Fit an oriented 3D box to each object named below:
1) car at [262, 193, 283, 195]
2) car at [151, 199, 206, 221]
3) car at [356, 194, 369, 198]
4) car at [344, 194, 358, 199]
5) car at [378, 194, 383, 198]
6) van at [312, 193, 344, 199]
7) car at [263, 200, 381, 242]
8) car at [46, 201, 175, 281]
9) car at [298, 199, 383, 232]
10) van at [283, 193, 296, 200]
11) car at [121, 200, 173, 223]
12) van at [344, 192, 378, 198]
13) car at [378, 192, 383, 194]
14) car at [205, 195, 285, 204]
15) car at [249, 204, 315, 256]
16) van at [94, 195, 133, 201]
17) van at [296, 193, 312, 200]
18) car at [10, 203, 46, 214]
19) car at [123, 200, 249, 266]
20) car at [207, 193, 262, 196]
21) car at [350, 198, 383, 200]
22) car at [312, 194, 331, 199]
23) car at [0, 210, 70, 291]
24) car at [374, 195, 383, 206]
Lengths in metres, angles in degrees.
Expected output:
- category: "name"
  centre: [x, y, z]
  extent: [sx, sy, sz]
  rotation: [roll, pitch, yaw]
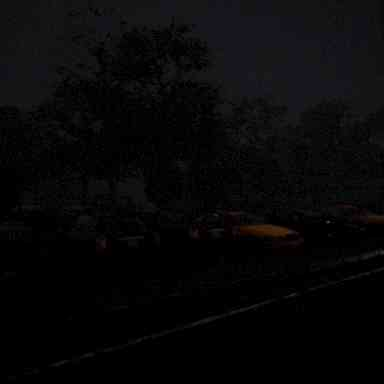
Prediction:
- category: "car"
  centre: [5.577, 1.103, 32.199]
  extent: [2.435, 2.045, 5.566]
  rotation: [0, 0, -35]
- category: "car"
  centre: [-1.207, 1.396, 27.399]
  extent: [2.097, 1.535, 5.008]
  rotation: [0, 0, -35]
- category: "car"
  centre: [18.977, 1.322, 41.805]
  extent: [2.163, 1.488, 4.792]
  rotation: [0, 0, -35]
- category: "car"
  centre: [16.827, 1.323, 40.275]
  extent: [2.163, 1.488, 4.792]
  rotation: [0, 0, -35]
- category: "car"
  centre: [23.626, 1.334, 45.043]
  extent: [2.163, 1.488, 4.792]
  rotation: [0, 0, -35]
- category: "van"
  centre: [14.664, 1.076, 38.567]
  extent: [1.878, 1.987, 4.442]
  rotation: [0, 0, -36]
- category: "car"
  centre: [6.286, 1.399, 16.693]
  extent: [2.231, 1.521, 4.892]
  rotation: [0, 0, -35]
- category: "car"
  centre: [-2.740, 1.328, 10.223]
  extent: [2.185, 1.767, 4.553]
  rotation: [0, 0, -35]
- category: "car"
  centre: [8.659, 1.381, 18.146]
  extent: [1.946, 1.575, 5.366]
  rotation: [0, 0, -35]
- category: "van"
  centre: [7.885, 1.115, 33.733]
  extent: [1.878, 1.987, 4.442]
  rotation: [0, 0, -35]
- category: "car"
  centre: [-3.570, 1.451, 25.728]
  extent: [2.002, 1.452, 4.674]
  rotation: [0, 0, -35]
- category: "van"
  centre: [21.185, 1.070, 43.484]
  extent: [1.878, 1.987, 4.442]
  rotation: [0, 0, -35]
- category: "car"
  centre: [25.850, 1.063, 46.696]
  extent: [2.435, 2.045, 5.566]
  rotation: [0, 0, -35]
- category: "car"
  centre: [3.047, 1.274, 19.832]
  extent: [4.553, 1.767, 2.097]
  rotation: [0, 0, -35]
- category: "car"
  centre: [1.874, 1.423, 13.317]
  extent: [1.946, 1.575, 5.366]
  rotation: [0, 0, -35]
- category: "van"
  centre: [-5.895, 1.199, 24.213]
  extent: [1.878, 1.987, 4.442]
  rotation: [0, 0, -35]
- category: "van"
  centre: [10.007, 1.101, 35.529]
  extent: [1.878, 1.987, 4.442]
  rotation: [0, 0, -35]
- category: "car"
  centre: [-10.235, 1.451, 20.974]
  extent: [2.097, 1.535, 5.008]
  rotation: [0, 0, -35]
- category: "car"
  centre: [-0.478, 1.315, 11.833]
  extent: [2.185, 1.767, 4.553]
  rotation: [0, 0, -35]
- category: "car"
  centre: [3.320, 1.117, 30.593]
  extent: [2.435, 2.045, 5.566]
  rotation: [0, 0, -35]
- category: "car"
  centre: [13.093, 1.386, 21.493]
  extent: [2.163, 1.488, 4.792]
  rotation: [0, 0, -35]
- category: "car"
  centre: [12.329, 1.312, 37.045]
  extent: [2.097, 1.535, 5.008]
  rotation: [0, 0, -35]
- category: "car"
  centre: [-5.016, 1.468, 8.635]
  extent: [2.097, 1.535, 5.008]
  rotation: [0, 0, -35]
- category: "car"
  centre: [30.487, 1.332, 49.733]
  extent: [1.946, 1.575, 5.366]
  rotation: [0, 0, -35]
